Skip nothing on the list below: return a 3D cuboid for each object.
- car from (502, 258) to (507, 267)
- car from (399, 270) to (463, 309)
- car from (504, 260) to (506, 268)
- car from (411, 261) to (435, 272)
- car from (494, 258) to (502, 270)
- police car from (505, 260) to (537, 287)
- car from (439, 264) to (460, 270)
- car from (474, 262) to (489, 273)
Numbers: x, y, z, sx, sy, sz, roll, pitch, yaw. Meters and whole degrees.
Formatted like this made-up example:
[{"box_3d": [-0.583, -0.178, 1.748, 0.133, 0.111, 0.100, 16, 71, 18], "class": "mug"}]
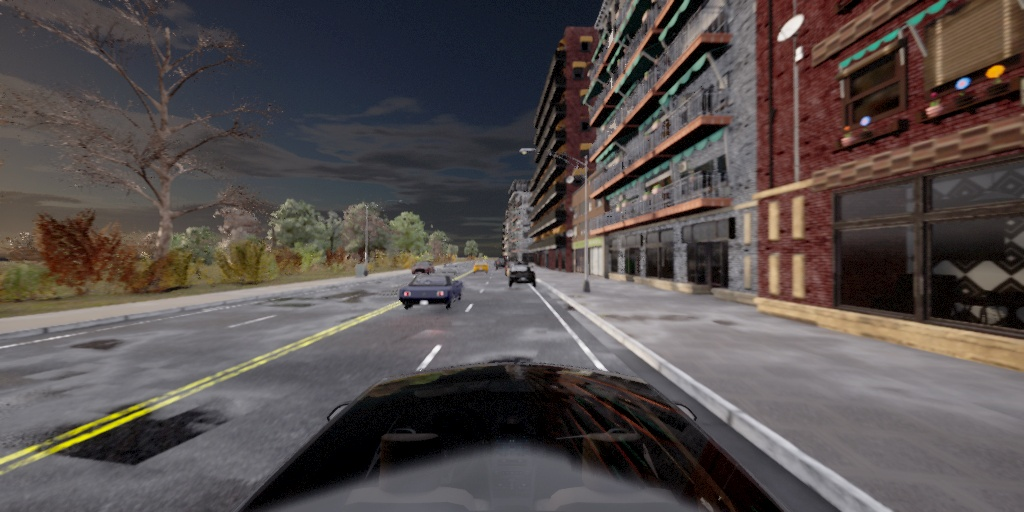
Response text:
[{"box_3d": [0.200, 1.350, 42.198, 2.097, 1.767, 4.553, 0, 0, -2], "class": "car"}, {"box_3d": [-3.253, 1.434, 15.396, 1.895, 1.301, 4.718, 0, 0, -1], "class": "car"}, {"box_3d": [0.403, 1.416, 36.389, 1.801, 1.575, 5.366, 0, 0, -2], "class": "car"}, {"box_3d": [-10.661, 1.364, 43.338, 2.097, 1.767, 4.553, 0, 0, -2], "class": "car"}, {"box_3d": [-1.699, 1.356, 62.339, 2.150, 2.045, 5.566, 0, 0, -3], "class": "car"}, {"box_3d": [0.684, 1.322, 26.260, 1.930, 1.638, 5.238, 0, 0, -1], "class": "police car"}, {"box_3d": [-7.378, 1.605, 42.399, 1.895, 1.301, 4.718, 0, 0, -2], "class": "car"}, {"box_3d": [-4.265, 1.532, 50.231, 1.882, 1.535, 5.008, 0, -1, -3], "class": "car"}]
